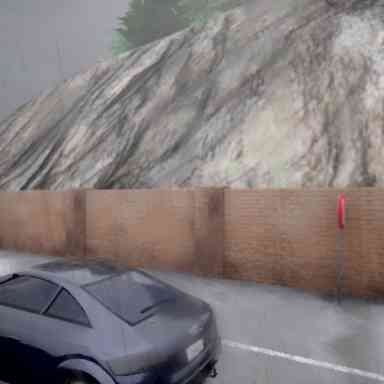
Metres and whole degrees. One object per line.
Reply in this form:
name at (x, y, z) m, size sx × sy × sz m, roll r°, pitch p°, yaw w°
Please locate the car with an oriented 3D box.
car at (-1.725, 1.589, 4.359) m, size 4.181 × 1.385 × 1.994 m, roll 0°, pitch 0°, yaw 28°
